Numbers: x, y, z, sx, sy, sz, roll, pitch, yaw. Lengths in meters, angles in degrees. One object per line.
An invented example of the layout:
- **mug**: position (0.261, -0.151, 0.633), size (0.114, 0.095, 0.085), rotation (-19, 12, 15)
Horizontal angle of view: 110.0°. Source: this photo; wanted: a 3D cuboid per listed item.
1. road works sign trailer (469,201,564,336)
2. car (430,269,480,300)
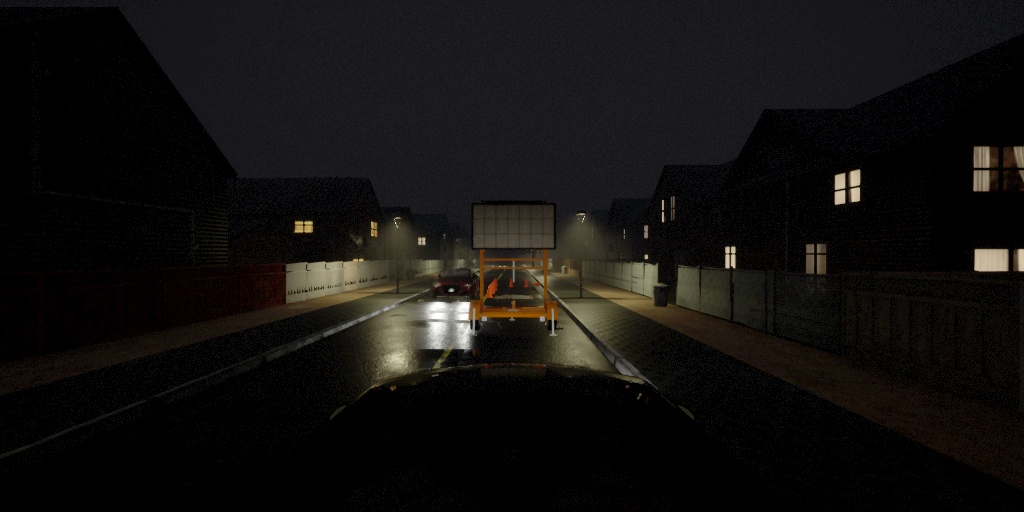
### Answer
- **road works sign trailer**: position (0.049, 0.215, 10.390), size (2.380, 3.560, 2.880), rotation (0, 0, 1)
- **car**: position (-2.669, 1.321, 17.752), size (1.994, 1.385, 4.181), rotation (0, 0, 0)
